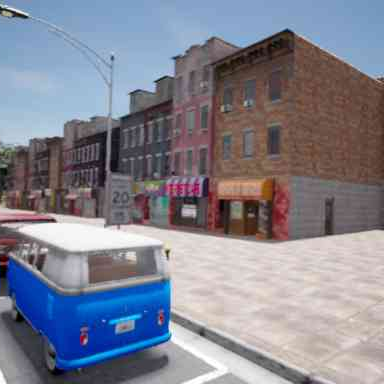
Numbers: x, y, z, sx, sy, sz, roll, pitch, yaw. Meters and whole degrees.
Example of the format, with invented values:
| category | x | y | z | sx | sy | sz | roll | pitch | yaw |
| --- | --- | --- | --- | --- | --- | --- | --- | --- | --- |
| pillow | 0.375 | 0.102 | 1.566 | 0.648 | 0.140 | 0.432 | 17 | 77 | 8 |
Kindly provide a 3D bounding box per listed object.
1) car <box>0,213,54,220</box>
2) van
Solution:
| category | x | y | z | sx | sy | sz | roll | pitch | yaw |
| --- | --- | --- | --- | --- | --- | --- | --- | --- | --- |
| car | -5.363 | 1.532 | 9.928 | 2.192 | 1.841 | 5.009 | 2 | -2 | -38 |
| van | -2.000 | 1.499 | 5.696 | 1.690 | 1.788 | 3.998 | 2 | -2 | -38 |
